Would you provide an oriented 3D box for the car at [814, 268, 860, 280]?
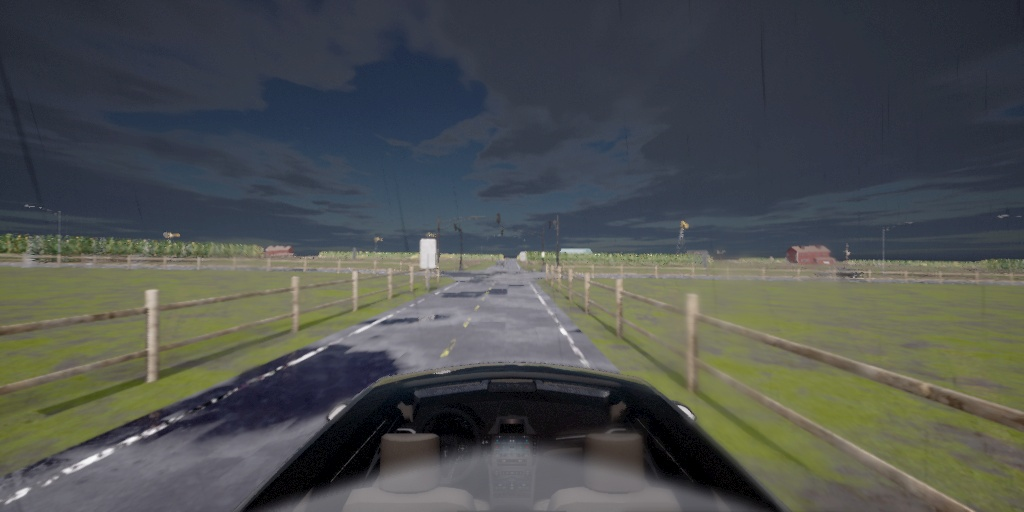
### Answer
[{"bbox_3d":[41.216,2.222,45.495,4.892,1.490,1.837,1,0,1],"label":"car"}]
